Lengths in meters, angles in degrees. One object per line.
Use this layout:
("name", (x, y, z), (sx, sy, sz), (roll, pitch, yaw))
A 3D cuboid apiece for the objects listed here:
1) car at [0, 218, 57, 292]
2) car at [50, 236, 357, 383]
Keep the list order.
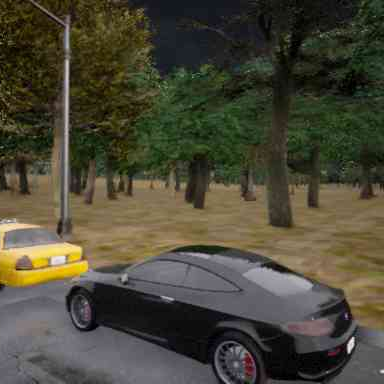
("car", (-5.012, 1.477, 8.872), (5.366, 1.575, 1.801), (0, 0, 36))
("car", (-0.031, 1.565, 5.199), (4.674, 1.442, 1.812), (0, 0, 36))
